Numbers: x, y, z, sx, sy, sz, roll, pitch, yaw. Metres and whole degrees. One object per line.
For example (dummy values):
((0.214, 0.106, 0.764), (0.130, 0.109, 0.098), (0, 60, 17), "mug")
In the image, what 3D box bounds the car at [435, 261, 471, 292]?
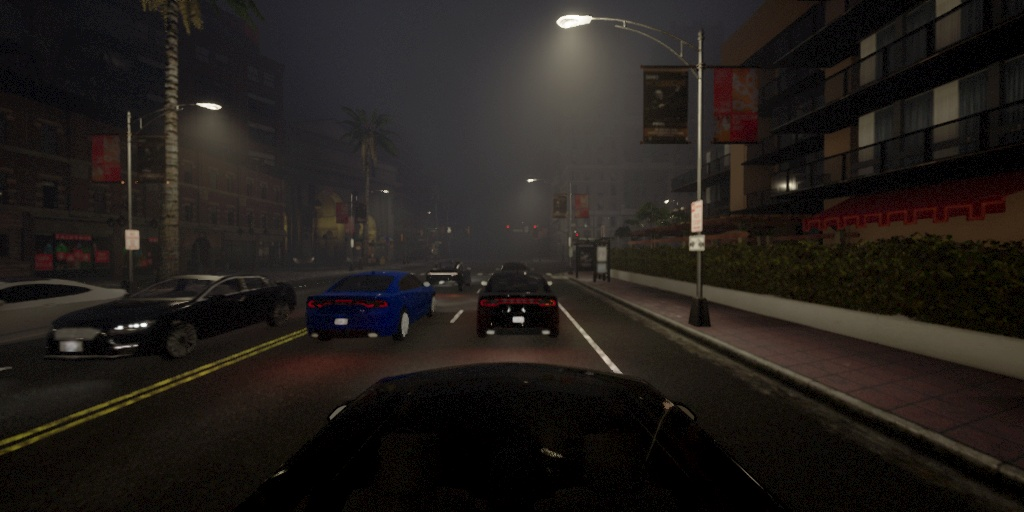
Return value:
((-3.331, 1.022, 19.388), (2.128, 1.511, 4.902), (0, 1, 0), "car")

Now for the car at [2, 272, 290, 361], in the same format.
((-7.070, 1.160, 8.208), (2.128, 1.511, 4.902), (0, 1, 0), "car")

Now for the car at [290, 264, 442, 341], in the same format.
((-3.359, 1.131, 9.522), (1.882, 1.535, 5.008), (0, 0, 0), "car")

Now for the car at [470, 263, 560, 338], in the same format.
((0.137, 1.126, 9.848), (1.882, 1.535, 5.008), (0, 1, 0), "car")

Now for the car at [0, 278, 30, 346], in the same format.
((-10.576, 1.206, 7.251), (1.812, 1.442, 4.674), (0, 1, 0), "car")
